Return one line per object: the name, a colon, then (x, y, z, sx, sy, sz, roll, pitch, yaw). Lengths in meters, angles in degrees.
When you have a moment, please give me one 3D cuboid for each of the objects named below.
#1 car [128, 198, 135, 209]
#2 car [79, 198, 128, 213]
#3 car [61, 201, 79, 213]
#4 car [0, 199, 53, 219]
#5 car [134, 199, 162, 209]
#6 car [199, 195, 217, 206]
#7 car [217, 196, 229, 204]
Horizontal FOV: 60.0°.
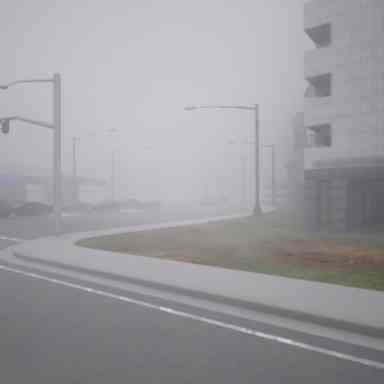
car: (-9.492, 1.647, 48.979, 1.882, 1.535, 5.008, 0, 0, 16)
car: (-10.212, 1.637, 38.889, 2.128, 1.511, 4.902, 0, 0, 30)
car: (-13.726, 1.725, 39.812, 1.994, 1.385, 4.181, 0, 0, 31)
car: (-15.524, 1.622, 31.038, 1.882, 1.535, 5.008, 0, 0, 36)
car: (-6.067, 1.755, 48.172, 1.895, 1.301, 4.718, 0, 0, 16)
car: (2.735, 1.708, 57.088, 1.994, 1.385, 4.181, 0, 0, 5)
car: (5.916, 1.512, 67.275, 2.097, 1.767, 4.553, 0, 0, -8)
